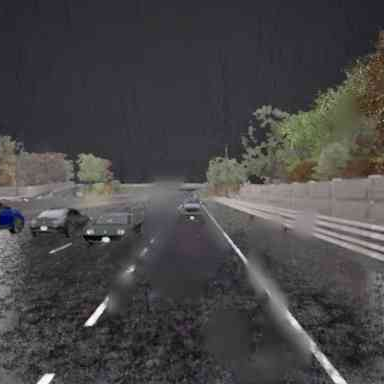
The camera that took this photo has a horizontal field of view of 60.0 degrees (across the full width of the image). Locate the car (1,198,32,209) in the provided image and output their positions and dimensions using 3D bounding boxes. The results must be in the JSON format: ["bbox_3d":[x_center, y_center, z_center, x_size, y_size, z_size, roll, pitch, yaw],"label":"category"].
[{"bbox_3d":[-24.512,1.628,46.639,1.994,1.385,4.181,0,0,1],"label":"car"}]

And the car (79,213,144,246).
[{"bbox_3d":[-3.393,1.606,15.364,1.895,1.301,4.718,0,0,0],"label":"car"}]

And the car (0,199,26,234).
[{"bbox_3d":[-10.395,1.228,16.118,2.150,2.045,5.566,0,0,0],"label":"car"}]

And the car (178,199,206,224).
[{"bbox_3d":[0.008,1.522,25.141,1.837,1.490,4.892,0,0,0],"label":"car"}]

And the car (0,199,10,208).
[{"bbox_3d":[-28.002,1.668,47.128,1.895,1.301,4.718,0,0,1],"label":"car"}]

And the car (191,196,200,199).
[{"bbox_3d":[0.780,1.684,79.785,1.812,1.442,4.674,0,0,8],"label":"car"}]

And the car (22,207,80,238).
[{"bbox_3d":[-6.896,1.534,17.785,1.812,1.442,4.674,0,0,0],"label":"car"}]
